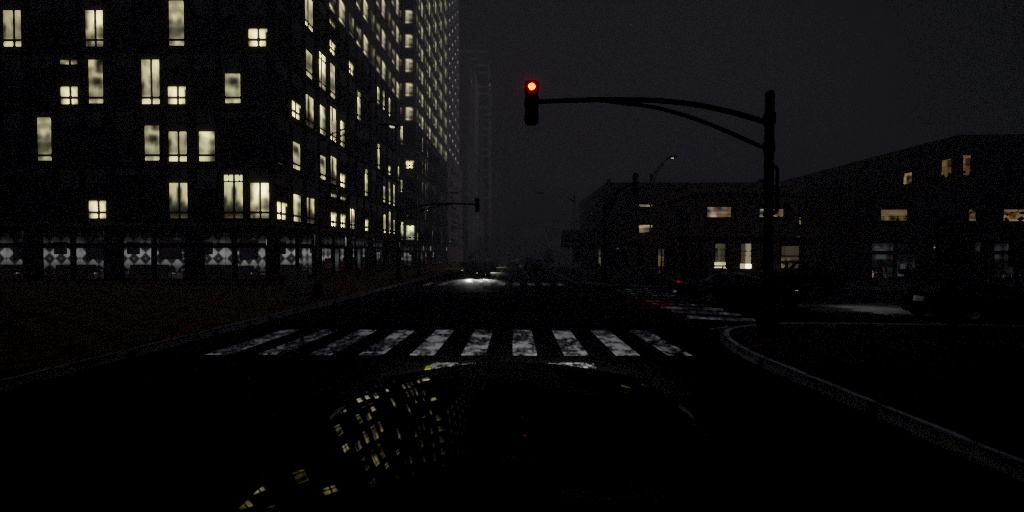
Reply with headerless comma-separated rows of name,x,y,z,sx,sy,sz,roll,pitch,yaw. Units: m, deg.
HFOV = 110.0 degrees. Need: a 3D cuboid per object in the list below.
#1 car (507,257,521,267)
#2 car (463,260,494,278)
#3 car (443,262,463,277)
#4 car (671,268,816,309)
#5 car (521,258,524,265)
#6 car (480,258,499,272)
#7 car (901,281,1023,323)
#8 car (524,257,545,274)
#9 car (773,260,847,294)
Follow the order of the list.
car,0.133,1.301,63.834,1.994,1.385,4.181,0,0,0
car,-3.035,1.306,33.164,1.994,1.385,4.181,0,0,0
car,-5.757,1.267,35.590,1.751,1.417,4.829,0,0,0
car,9.535,1.363,15.457,4.902,1.511,2.128,1,1,5
car,2.798,1.053,52.619,2.192,1.841,5.009,0,0,0
car,-3.005,1.303,45.322,1.994,1.385,4.181,0,0,0
car,16.434,1.549,12.640,4.313,1.339,1.948,0,0,1
car,2.774,1.180,41.331,1.967,1.591,4.097,0,0,0
car,16.559,1.166,21.019,5.009,1.841,2.192,0,0,1
